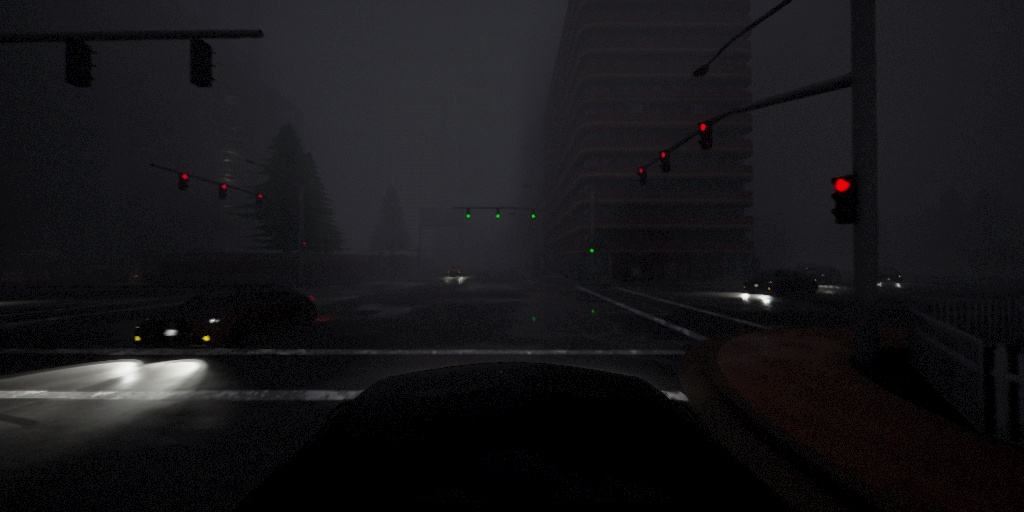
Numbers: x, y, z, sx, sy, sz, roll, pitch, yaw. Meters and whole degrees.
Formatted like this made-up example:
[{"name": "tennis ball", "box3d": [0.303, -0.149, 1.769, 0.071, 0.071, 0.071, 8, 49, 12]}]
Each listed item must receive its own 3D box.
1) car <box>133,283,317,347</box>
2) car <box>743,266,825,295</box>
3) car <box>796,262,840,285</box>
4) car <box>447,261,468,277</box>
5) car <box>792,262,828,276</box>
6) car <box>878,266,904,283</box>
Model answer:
[{"name": "car", "box3d": [-7.000, 1.407, 9.356, 1.994, 1.385, 4.181, 0, -1, 0]}, {"name": "car", "box3d": [15.756, 1.496, 21.083, 4.181, 1.385, 1.994, 0, -1, -20]}, {"name": "car", "box3d": [25.682, 1.518, 29.884, 5.008, 1.535, 1.882, 0, -1, -38]}, {"name": "car", "box3d": [-6.999, 1.813, 45.368, 1.882, 1.535, 5.008, 0, 0, 0]}, {"name": "car", "box3d": [37.792, 1.604, 45.600, 2.097, 1.767, 4.553, 0, -1, 20]}, {"name": "car", "box3d": [33.863, 1.621, 32.633, 2.033, 1.411, 5.357, -1, -1, 40]}]
